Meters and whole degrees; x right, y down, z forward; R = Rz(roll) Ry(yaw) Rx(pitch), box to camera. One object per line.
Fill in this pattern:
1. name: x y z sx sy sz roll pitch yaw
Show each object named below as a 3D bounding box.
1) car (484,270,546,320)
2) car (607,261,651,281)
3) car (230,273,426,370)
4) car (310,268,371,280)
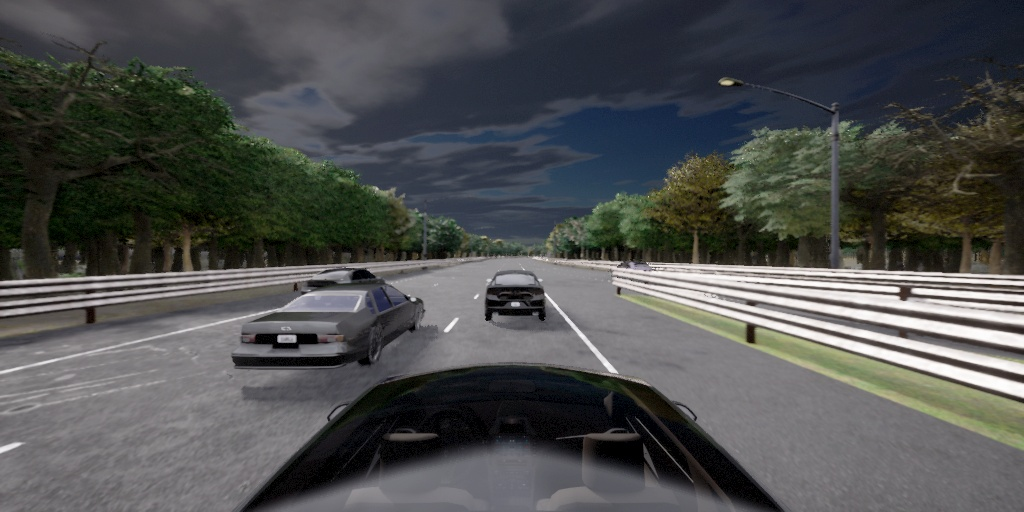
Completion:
1. car: 0.100 1.227 12.722 1.882 1.535 5.008 0 0 0
2. car: 9.657 1.251 29.521 2.033 1.649 4.856 0 0 -12
3. car: -3.400 1.297 7.923 2.033 1.411 5.357 0 0 0
4. car: -6.899 1.254 15.242 1.837 1.490 4.892 0 0 0
